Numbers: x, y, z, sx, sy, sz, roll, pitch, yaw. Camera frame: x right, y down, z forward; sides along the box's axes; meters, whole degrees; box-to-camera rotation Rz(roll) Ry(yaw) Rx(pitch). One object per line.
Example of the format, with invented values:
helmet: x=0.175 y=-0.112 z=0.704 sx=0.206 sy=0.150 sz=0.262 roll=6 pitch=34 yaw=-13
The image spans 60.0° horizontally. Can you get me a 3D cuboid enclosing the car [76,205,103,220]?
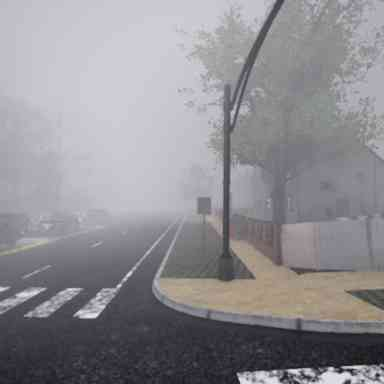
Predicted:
car: x=-13.512 y=2.692 z=44.154 sx=2.097 sy=1.767 sz=4.553 roll=1 pitch=-2 yaw=0

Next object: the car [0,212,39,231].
car: x=-13.576 y=2.283 z=24.602 sx=1.837 sy=1.490 sz=4.892 roll=1 pitch=-2 yaw=0

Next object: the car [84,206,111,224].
car: x=-10.303 y=2.504 z=36.056 sx=2.097 sy=1.767 sz=4.553 roll=1 pitch=-2 yaw=0

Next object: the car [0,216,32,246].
car: x=-10.339 y=2.138 z=16.384 sx=2.033 sy=1.411 sz=5.357 roll=1 pitch=-2 yaw=0

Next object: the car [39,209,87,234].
car: x=-10.323 y=2.360 z=26.155 sx=2.128 sy=1.511 sz=4.902 roll=1 pitch=-2 yaw=0
